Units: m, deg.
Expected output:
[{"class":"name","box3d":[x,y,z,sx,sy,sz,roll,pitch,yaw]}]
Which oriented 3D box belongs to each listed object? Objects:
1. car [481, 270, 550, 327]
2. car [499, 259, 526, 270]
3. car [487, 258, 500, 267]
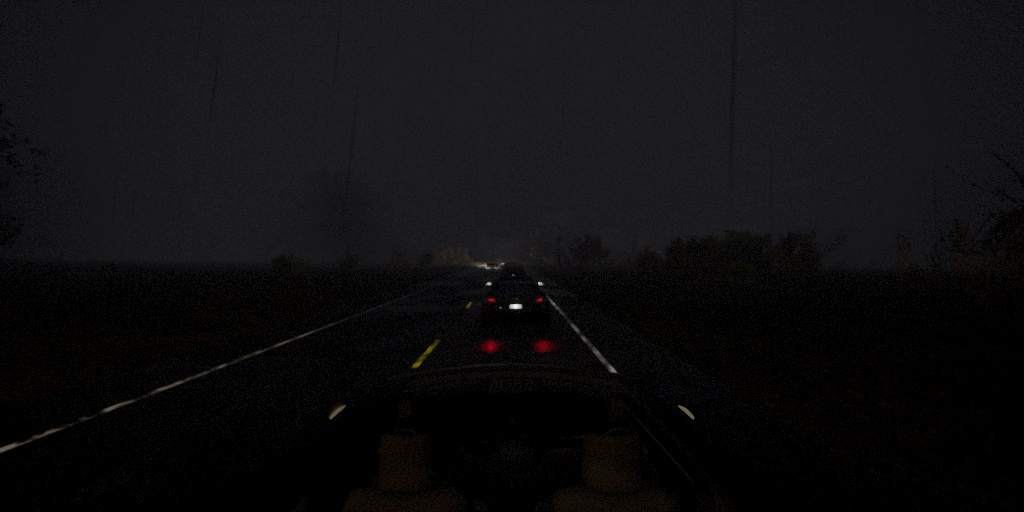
[{"class":"car","box3d":[0.100,1.317,11.558,1.994,1.385,4.181,0,0,0]},{"class":"car","box3d":[0.100,1.235,28.825,1.882,1.535,5.008,0,0,0]},{"class":"car","box3d":[-3.520,1.238,64.801,1.882,1.535,5.008,0,0,1]}]
